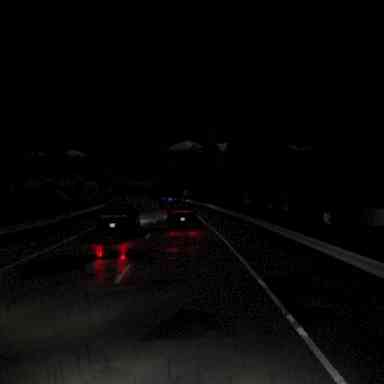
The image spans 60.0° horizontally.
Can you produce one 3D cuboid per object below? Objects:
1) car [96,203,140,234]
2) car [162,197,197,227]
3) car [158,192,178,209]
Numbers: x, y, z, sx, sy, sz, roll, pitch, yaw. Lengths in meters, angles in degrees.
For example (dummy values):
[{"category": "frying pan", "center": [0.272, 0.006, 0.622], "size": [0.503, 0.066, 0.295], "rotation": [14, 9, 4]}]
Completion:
[{"category": "car", "center": [-3.985, 1.372, 18.402], "size": [2.128, 1.511, 4.902], "rotation": [0, 0, -4]}, {"category": "car", "center": [-0.724, 1.352, 21.791], "size": [2.128, 1.511, 4.902], "rotation": [0, 0, -4]}, {"category": "car", "center": [-2.874, 0.960, 40.800], "size": [2.150, 2.045, 5.566], "rotation": [0, 1, -8]}]
